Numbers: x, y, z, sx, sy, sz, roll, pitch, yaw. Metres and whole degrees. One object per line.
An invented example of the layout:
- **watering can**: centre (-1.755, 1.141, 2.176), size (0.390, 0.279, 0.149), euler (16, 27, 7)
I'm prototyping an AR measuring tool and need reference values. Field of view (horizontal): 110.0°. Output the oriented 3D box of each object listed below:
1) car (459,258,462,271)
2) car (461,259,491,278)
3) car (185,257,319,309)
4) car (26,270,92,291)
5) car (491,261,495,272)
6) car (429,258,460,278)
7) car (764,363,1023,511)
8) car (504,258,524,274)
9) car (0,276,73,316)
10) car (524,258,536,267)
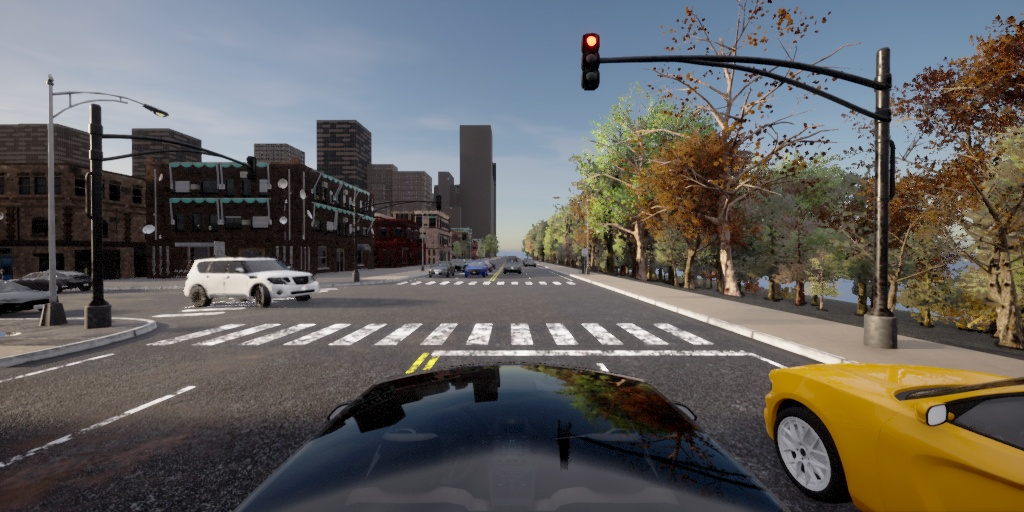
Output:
- **car**: centre (-6.641, 1.087, 44.179), size (2.097, 1.767, 4.553), euler (0, 0, 0)
- **car**: centre (-3.381, 1.217, 34.697), size (1.882, 1.535, 5.008), euler (0, 0, 0)
- **car**: centre (-11.040, 1.050, 15.220), size (5.566, 2.045, 2.150), euler (-2, -1, 16)
- **car**: centre (-28.305, 1.559, 22.000), size (4.403, 1.370, 2.007), euler (0, 0, 0)
- **car**: centre (-3.388, 1.261, 44.093), size (1.812, 1.442, 4.674), euler (0, 0, 0)
- **car**: centre (-6.630, 1.231, 34.305), size (2.128, 1.511, 4.902), euler (0, 0, 0)
- **car**: centre (3.351, 1.228, 1.397), size (1.882, 1.535, 5.008), euler (0, 0, 0)
- **car**: centre (0.037, 1.300, 41.848), size (1.994, 1.385, 4.181), euler (0, 0, 0)
- **car**: centre (-19.961, 1.564, 13.498), size (4.313, 1.339, 1.948), euler (0, 0, 0)
- **car**: centre (3.266, 1.290, 64.501), size (1.994, 1.385, 4.181), euler (0, 0, 1)
